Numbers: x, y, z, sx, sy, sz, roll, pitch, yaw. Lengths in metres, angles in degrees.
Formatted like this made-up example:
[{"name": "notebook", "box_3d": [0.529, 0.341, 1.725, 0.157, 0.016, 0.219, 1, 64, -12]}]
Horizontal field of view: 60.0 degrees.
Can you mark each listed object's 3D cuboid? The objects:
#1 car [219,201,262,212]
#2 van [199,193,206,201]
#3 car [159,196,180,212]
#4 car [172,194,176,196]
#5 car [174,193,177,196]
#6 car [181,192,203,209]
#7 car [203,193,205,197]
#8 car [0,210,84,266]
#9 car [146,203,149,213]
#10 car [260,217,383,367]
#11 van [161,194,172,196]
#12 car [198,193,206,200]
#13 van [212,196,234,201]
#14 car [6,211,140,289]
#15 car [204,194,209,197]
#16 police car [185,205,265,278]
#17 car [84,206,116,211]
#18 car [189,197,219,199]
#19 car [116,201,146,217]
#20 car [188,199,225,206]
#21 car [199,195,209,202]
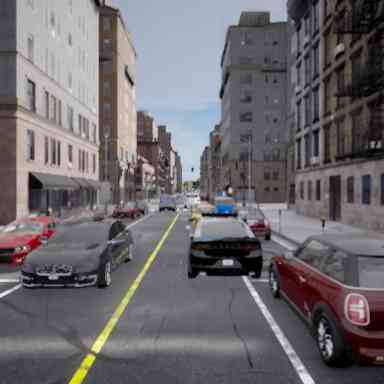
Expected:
[{"name": "car", "box_3d": [2.649, 1.432, 16.799, 1.967, 1.590, 4.097, 0, 0, 0]}, {"name": "van", "box_3d": [2.759, 1.283, 86.921, 1.690, 1.788, 3.998, 0, 0, 0]}, {"name": "car", "box_3d": [-2.720, 1.527, 38.152, 2.033, 1.411, 5.357, 0, 0, 0]}, {"name": "car", "box_3d": [-5.345, 1.517, 76.114, 1.947, 1.339, 4.313, 0, 0, 0]}, {"name": "car", "box_3d": [-5.339, 1.491, 81.520, 1.887, 1.381, 4.507, 0, 0, 0]}, {"name": "car", "box_3d": [0.039, 1.190, 45.633, 2.150, 2.045, 5.566, 0, 0, 0]}, {"name": "car", "box_3d": [2.761, 1.270, 70.703, 2.192, 1.841, 5.009, 0, 0, 0]}, {"name": "car", "box_3d": [-5.380, 1.540, 11.294, 1.887, 1.381, 4.507, 0, 0, 0]}, {"name": "car", "box_3d": [-5.362, 1.549, 33.338, 1.947, 1.339, 4.313, 0, 0, 0]}, {"name": "car", "box_3d": [2.640, 1.437, 5.776, 1.967, 1.590, 4.097, 0, 0, 0]}, {"name": "van", "box_3d": [-5.356, 1.300, 65.302, 1.690, 1.788, 3.998, 0, 0, 0]}, {"name": "car", "box_3d": [2.758, 1.252, 92.328, 2.192, 1.841, 5.009, 0, 0, 0]}, {"name": "van", "box_3d": [2.658, 1.327, 27.820, 1.690, 1.788, 3.998, 0, 0, 0]}, {"name": "car", "box_3d": [-2.843, 1.501, 9.249, 1.837, 1.490, 4.892, 0, 0, 0]}, {"name": "car", "box_3d": [2.663, 1.298, 33.332, 2.192, 1.841, 5.009, 0, 0, 0]}, {"name": "police car", "box_3d": [0.832, 1.421, 10.258, 1.930, 1.638, 5.238, 0, 0, 0]}, {"name": "car", "box_3d": [-5.376, 1.574, 16.805, 1.802, 1.307, 4.206, 0, 0, 0]}, {"name": "car", "box_3d": [0.845, 1.443, 26.338, 1.801, 1.575, 5.366, 0, 0, 0]}, {"name": "car", "box_3d": [-5.367, 1.531, 27.827, 1.887, 1.381, 4.507, 0, 0, 0]}, {"name": "car", "box_3d": [0.840, 1.446, 20.338, 1.801, 1.575, 5.366, 0, 0, 0]}, {"name": "car", "box_3d": [2.760, 1.501, 76.109, 2.008, 1.369, 4.403, 0, 0, 0]}]
